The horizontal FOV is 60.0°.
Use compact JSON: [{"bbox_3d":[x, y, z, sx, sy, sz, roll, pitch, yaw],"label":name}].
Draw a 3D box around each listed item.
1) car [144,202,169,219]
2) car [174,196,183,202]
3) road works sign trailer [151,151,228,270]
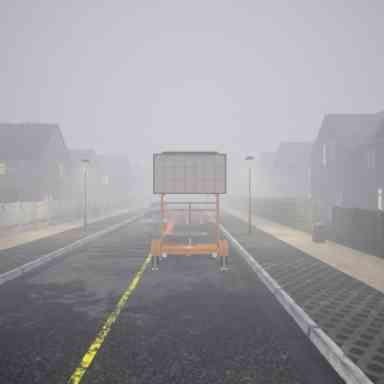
[{"bbox_3d":[-3.061,1.588,29.741,2.033,1.411,5.357,0,0,0],"label":"car"},{"bbox_3d":[-3.335,1.748,82.159,2.097,1.767,4.553,0,0,0],"label":"car"},{"bbox_3d":[-0.070,0.467,11.009,2.380,3.560,2.880,0,0,0],"label":"road works sign trailer"}]
